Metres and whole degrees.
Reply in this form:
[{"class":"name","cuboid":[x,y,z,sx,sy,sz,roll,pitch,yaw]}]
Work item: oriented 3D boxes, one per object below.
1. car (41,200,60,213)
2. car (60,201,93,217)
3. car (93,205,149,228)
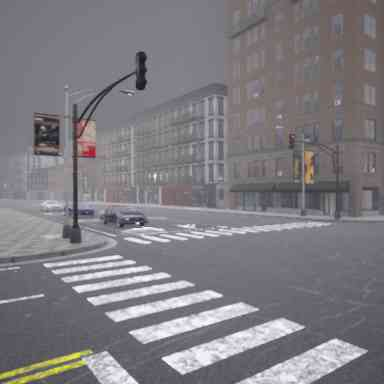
[{"class":"car","cuboid":[-17.573,1.758,41.626,1.812,1.442,4.674,0,0,-37]},{"class":"car","cuboid":[-11.155,1.664,32.739,1.882,1.535,5.008,0,0,-35]},{"class":"car","cuboid":[-5.117,1.692,24.186,2.033,1.411,5.357,0,0,-35]}]
